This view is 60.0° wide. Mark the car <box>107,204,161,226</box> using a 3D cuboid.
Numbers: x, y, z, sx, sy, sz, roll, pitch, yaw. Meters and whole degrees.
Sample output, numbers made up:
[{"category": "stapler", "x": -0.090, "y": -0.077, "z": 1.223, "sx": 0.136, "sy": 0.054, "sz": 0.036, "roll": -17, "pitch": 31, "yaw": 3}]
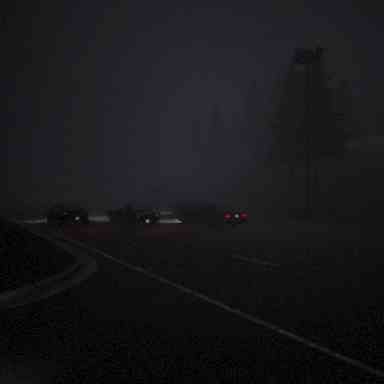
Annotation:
[{"category": "car", "x": -4.014, "y": 1.470, "z": 22.210, "sx": 1.895, "sy": 1.301, "sz": 4.718, "roll": 0, "pitch": 0, "yaw": -35}]

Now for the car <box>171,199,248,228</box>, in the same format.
[{"category": "car", "x": 1.111, "y": 1.404, "z": 21.023, "sx": 2.033, "sy": 1.411, "sz": 5.357, "roll": 0, "pitch": 0, "yaw": -35}]

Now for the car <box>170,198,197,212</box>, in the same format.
[{"category": "car", "x": -0.073, "y": 1.288, "z": 28.763, "sx": 1.882, "sy": 1.535, "sz": 5.008, "roll": 0, "pitch": 0, "yaw": -35}]

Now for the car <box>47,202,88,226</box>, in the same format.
[{"category": "car", "x": -8.367, "y": 1.411, "z": 22.286, "sx": 1.812, "sy": 1.442, "sz": 4.674, "roll": 0, "pitch": 0, "yaw": -35}]
